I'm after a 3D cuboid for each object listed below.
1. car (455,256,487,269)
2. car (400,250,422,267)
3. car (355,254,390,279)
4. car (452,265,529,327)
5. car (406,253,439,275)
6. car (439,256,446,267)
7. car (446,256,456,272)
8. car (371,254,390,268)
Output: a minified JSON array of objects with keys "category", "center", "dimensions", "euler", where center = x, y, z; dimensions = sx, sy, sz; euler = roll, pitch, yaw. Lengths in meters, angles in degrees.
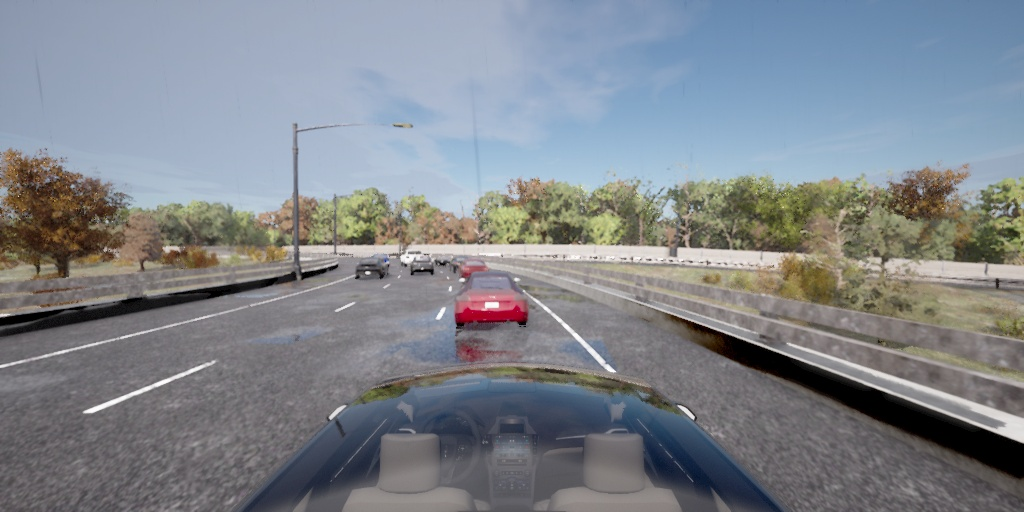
[{"category":"car","center":[-2.565,0.888,23.739],"dimensions":[1.812,1.442,4.674],"euler":[0,1,-11]},{"category":"car","center":[-12.121,0.247,43.339],"dimensions":[2.150,2.045,5.566],"euler":[0,1,-23]},{"category":"car","center":[-10.277,0.826,26.535],"dimensions":[1.837,1.490,4.892],"euler":[0,2,-13]},{"category":"car","center":[-0.670,1.152,10.898],"dimensions":[1.994,1.385,4.181],"euler":[0,1,-5]},{"category":"car","center":[-7.603,0.744,30.189],"dimensions":[2.128,1.511,4.902],"euler":[0,1,-16]},{"category":"car","center":[-8.094,0.634,42.565],"dimensions":[1.895,1.301,4.718],"euler":[0,1,-21]},{"category":"car","center":[-4.616,0.737,32.350],"dimensions":[1.812,1.442,4.674],"euler":[0,1,-16]},{"category":"car","center":[-15.728,0.514,42.724],"dimensions":[1.882,1.535,5.008],"euler":[0,1,-23]}]
